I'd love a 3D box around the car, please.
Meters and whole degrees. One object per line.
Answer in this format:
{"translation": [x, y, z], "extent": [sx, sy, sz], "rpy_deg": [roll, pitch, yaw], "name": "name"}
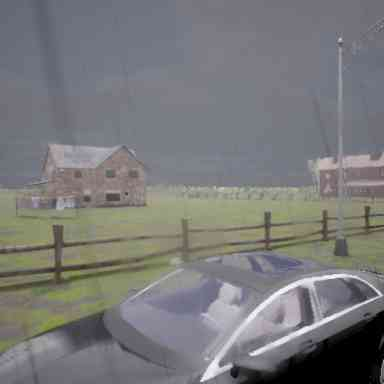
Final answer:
{"translation": [0.461, 1.480, 3.394], "extent": [4.902, 1.511, 2.128], "rpy_deg": [0, 0, -35], "name": "car"}
